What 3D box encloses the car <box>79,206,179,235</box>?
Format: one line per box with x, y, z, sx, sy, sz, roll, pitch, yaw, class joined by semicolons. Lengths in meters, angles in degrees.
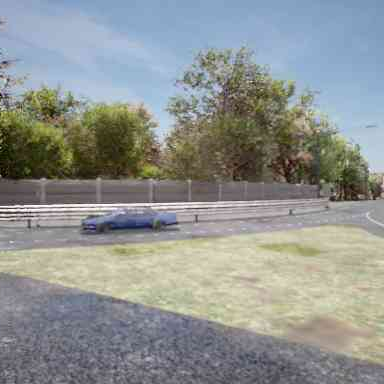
-3.444;1.496;18.572;5.357;1.411;2.033;0;0;-24;car
